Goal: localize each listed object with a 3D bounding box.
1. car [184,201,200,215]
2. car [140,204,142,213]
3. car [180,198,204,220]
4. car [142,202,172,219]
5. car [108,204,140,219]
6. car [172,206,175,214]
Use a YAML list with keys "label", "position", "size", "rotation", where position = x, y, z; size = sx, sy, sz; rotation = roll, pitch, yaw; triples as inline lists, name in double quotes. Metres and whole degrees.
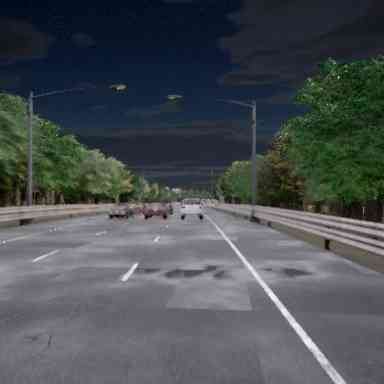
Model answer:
- label: "car"
  position: [0.016, 2.163, 45.377]
  size: [2.097, 1.767, 4.553]
  rotation: [0, -2, 0]
- label: "car"
  position: [-6.982, 2.346, 45.658]
  size: [1.812, 1.442, 4.674]
  rotation: [0, -2, 0]
- label: "car"
  position: [0.000, 1.671, 33.579]
  size: [2.150, 2.045, 5.566]
  rotation: [0, -2, 0]
- label: "car"
  position: [-3.501, 1.812, 33.926]
  size: [2.097, 1.767, 4.553]
  rotation: [0, -2, 0]
- label: "car"
  position: [-7.000, 1.996, 33.539]
  size: [2.033, 1.411, 5.357]
  rotation: [0, -2, 0]
- label: "car"
  position: [-3.484, 2.307, 45.446]
  size: [2.128, 1.511, 4.902]
  rotation: [0, -2, 0]
